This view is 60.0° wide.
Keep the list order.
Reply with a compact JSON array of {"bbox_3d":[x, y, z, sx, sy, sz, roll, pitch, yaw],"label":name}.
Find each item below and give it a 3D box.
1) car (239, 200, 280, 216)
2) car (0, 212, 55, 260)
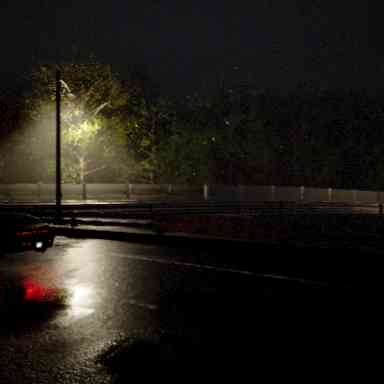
[{"bbox_3d":[6.634,1.480,32.086,4.181,1.385,1.994,1,0,-19],"label":"car"},{"bbox_3d":[-7.184,1.500,12.228,4.892,1.490,1.837,0,0,29],"label":"car"}]
